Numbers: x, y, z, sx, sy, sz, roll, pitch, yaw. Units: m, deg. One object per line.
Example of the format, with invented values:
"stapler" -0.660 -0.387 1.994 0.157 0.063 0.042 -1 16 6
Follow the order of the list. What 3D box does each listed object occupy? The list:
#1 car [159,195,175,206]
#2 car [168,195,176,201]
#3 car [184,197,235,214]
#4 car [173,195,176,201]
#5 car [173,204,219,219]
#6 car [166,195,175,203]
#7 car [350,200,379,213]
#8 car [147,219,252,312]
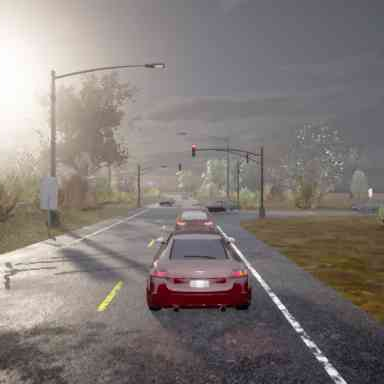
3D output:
"car" -4.158 1.603 53.151 1.895 1.301 4.718 0 0 -1
"car" -4.969 1.484 83.162 1.882 1.535 5.008 0 0 -2
"car" 2.028 1.495 33.179 4.902 1.511 2.128 0 0 -34
"car" -4.366 1.567 62.340 1.994 1.385 4.181 0 0 -1
"car" 0.061 1.526 16.544 1.812 1.442 4.674 0 0 -2
"car" -4.607 1.482 72.715 1.882 1.535 5.008 0 0 -2
"car" 19.930 1.577 36.979 4.181 1.385 1.994 0 0 1
"car" 0.099 1.564 7.784 1.994 1.385 4.181 0 0 -1
